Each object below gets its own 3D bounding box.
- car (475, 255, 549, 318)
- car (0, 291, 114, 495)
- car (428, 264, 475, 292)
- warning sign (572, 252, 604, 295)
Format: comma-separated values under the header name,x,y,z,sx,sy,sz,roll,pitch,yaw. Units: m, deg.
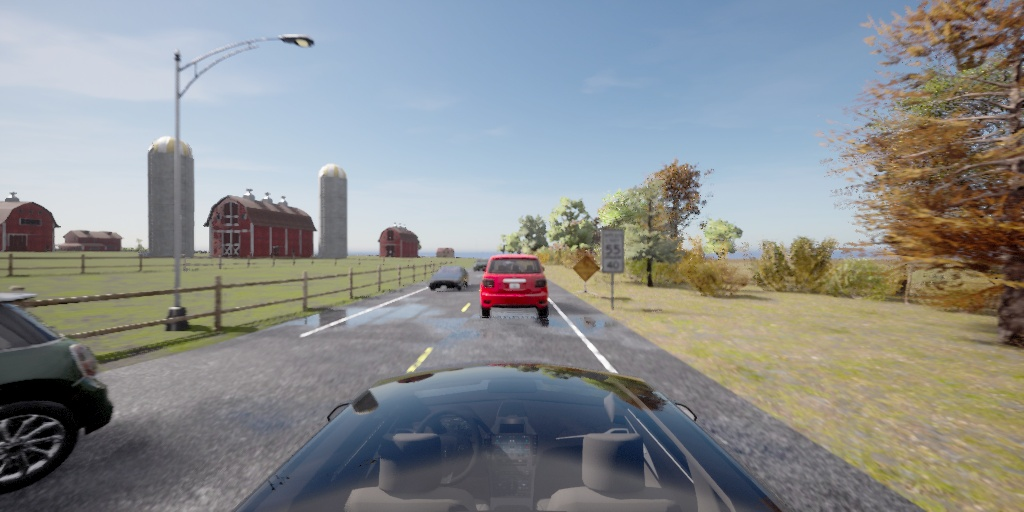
name,x,y,z,sx,sy,sz,roll,pitch,yaw
car,0.067,0.976,13.229,2.150,2.045,5.566,0,0,0
car,-5.877,1.097,2.122,2.097,1.767,4.553,0,0,29
car,-3.683,1.306,21.919,2.033,1.411,5.357,0,0,0
warning sign,3.501,0.870,17.099,1.300,1.860,1.060,0,0,0
